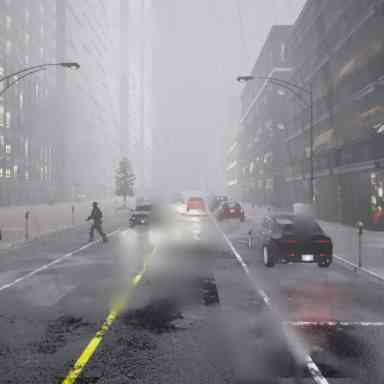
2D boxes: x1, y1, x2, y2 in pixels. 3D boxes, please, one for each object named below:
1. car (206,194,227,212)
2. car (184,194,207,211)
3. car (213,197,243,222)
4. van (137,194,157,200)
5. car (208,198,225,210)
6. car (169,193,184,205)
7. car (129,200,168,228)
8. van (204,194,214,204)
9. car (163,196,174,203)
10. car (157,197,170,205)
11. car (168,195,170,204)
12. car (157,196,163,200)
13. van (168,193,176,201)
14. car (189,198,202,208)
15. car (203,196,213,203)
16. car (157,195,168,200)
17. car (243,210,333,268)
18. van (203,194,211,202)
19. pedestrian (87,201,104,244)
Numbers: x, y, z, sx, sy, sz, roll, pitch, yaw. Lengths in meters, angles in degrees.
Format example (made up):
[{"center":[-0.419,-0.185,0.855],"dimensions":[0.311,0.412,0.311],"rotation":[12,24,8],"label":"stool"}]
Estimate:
[{"center":[3.059,1.304,37.472],"dimensions":[2.192,1.841,5.009],"rotation":[1,0,1],"label":"car"},{"center":[0.464,1.339,39.726],"dimensions":[2.097,1.767,4.553],"rotation":[0,0,0],"label":"car"},{"center":[2.949,1.435,26.180],"dimensions":[1.967,1.590,4.097],"rotation":[1,0,1],"label":"car"},{"center":[-5.322,1.329,37.530],"dimensions":[1.690,1.788,3.998],"rotation":[1,0,1],"label":"van"},{"center":[3.111,1.528,43.120],"dimensions":[1.887,1.381,4.507],"rotation":[1,0,1],"label":"car"},{"center":[-2.505,1.191,59.445],"dimensions":[2.150,2.045,5.566],"rotation":[0,0,1],"label":"car"},{"center":[-2.886,1.501,22.149],"dimensions":[1.837,1.490,4.892],"rotation":[0,0,1],"label":"car"},{"center":[3.329,1.298,65.704],"dimensions":[1.690,1.788,3.998],"rotation":[1,0,1],"label":"van"},{"center":[-4.999,1.500,71.407],"dimensions":[2.008,1.369,4.403],"rotation":[1,0,1],"label":"car"},{"center":[-5.107,1.530,60.115],"dimensions":[1.947,1.339,4.313],"rotation":[1,0,1],"label":"car"},{"center":[-5.162,1.553,54.468],"dimensions":[1.802,1.307,4.206],"rotation":[1,0,1],"label":"car"},{"center":[-5.270,1.528,43.177],"dimensions":[1.887,1.381,4.507],"rotation":[1,0,1],"label":"car"},{"center":[-4.888,1.272,82.699],"dimensions":[1.690,1.788,3.998],"rotation":[1,0,1],"label":"van"},{"center":[0.498,1.578,49.473],"dimensions":[1.895,1.301,4.718],"rotation":[0,0,1],"label":"car"},{"center":[3.382,1.500,71.352],"dimensions":[2.008,1.369,4.403],"rotation":[1,0,1],"label":"car"},{"center":[-5.213,1.293,48.823],"dimensions":[2.192,1.841,5.009],"rotation":[1,0,1],"label":"car"},{"center":[3.108,1.505,11.296],"dimensions":[1.837,1.490,4.892],"rotation":[0,0,1],"label":"car"},{"center":[3.438,1.281,76.997],"dimensions":[1.690,1.788,3.998],"rotation":[1,0,1],"label":"van"},{"center":[-4.136,1.292,14.317],"dimensions":[0.375,1.860,0.375],"rotation":[1,-1,1],"label":"pedestrian"}]
